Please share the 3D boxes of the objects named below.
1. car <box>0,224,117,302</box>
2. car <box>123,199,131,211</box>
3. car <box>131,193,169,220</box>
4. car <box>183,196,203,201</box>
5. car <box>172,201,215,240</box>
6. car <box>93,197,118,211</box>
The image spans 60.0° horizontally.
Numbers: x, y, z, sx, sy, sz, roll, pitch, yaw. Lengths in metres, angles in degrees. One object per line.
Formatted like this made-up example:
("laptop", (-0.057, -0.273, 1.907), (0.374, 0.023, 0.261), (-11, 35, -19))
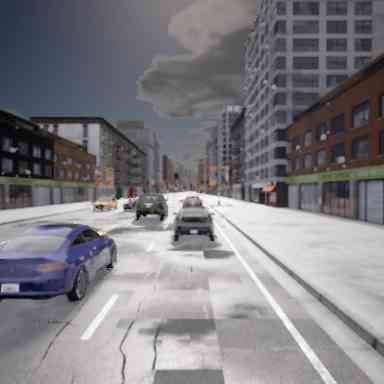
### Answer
("car", (-3.152, 1.491, 8.074), (1.812, 1.442, 4.674), (0, 0, 0))
("car", (-6.524, 1.454, 37.713), (1.895, 1.301, 4.718), (0, 0, 0))
("car", (-3.165, 1.110, 26.905), (2.150, 2.045, 5.566), (0, 0, 0))
("car", (0.077, 1.208, 35.036), (2.097, 1.767, 4.553), (0, 0, 0))
("car", (0.089, 1.435, 16.583), (1.837, 1.490, 4.892), (0, 0, 0))
("car", (-9.774, 1.329, 37.740), (1.882, 1.535, 5.008), (0, 0, 0))
